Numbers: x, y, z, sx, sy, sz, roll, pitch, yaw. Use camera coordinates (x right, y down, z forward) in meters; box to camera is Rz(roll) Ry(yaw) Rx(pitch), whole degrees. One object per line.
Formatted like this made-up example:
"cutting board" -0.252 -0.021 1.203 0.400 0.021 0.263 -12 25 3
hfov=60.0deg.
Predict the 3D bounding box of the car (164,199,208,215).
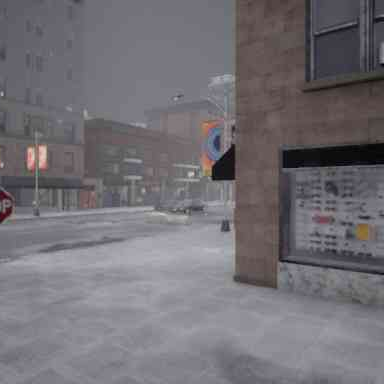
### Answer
"car" -0.240 1.451 33.308 1.837 1.490 4.892 0 0 36

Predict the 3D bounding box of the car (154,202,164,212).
"car" -2.193 1.503 36.163 1.994 1.385 4.181 0 0 36
